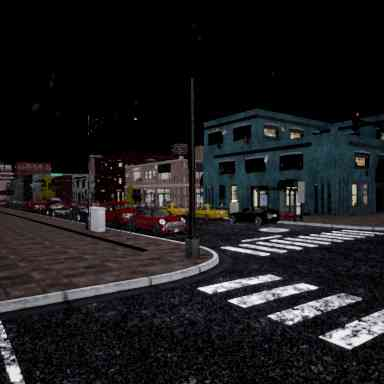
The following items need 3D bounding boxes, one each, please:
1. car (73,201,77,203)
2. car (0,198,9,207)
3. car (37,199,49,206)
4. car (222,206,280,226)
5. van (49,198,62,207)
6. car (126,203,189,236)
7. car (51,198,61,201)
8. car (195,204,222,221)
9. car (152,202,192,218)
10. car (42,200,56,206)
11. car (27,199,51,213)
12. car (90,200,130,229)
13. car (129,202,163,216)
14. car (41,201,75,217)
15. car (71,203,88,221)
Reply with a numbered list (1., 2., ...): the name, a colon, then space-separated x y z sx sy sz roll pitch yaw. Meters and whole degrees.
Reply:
1. car: -22.260 2.283 61.590 1.802 1.307 4.206 -1 0 -37
2. car: -42.484 2.360 74.794 2.192 1.841 5.009 -1 0 -37
3. car: -35.821 2.499 79.900 1.752 1.417 4.829 -1 0 -37
4. car: 4.659 1.729 25.243 1.947 1.339 4.313 -1 0 -37
5. van: -28.995 2.178 70.677 1.690 1.788 3.998 -1 0 -37
6. car: -2.070 1.676 20.299 1.967 1.590 4.097 -1 0 -37
7. car: -25.305 2.270 61.351 1.812 1.442 4.674 -1 -1 -35
8. car: 1.191 1.758 29.923 1.752 1.417 4.829 -1 0 -37
9. car: -2.174 1.825 34.466 1.752 1.417 4.829 -1 0 -37
10. car: -32.354 2.449 75.220 1.887 1.381 4.507 -1 0 -37
11. car: -22.262 1.954 47.559 2.192 1.841 5.009 -1 0 -37
12. car: -5.438 1.618 24.842 2.192 1.841 5.009 -1 0 -37
13. car: -5.437 1.915 38.873 2.008 1.369 4.403 -1 0 -37
14. car: -15.527 2.055 38.472 2.008 1.369 4.403 -1 0 -37
15. car: -8.797 1.921 29.386 2.008 1.369 4.403 -1 0 -37
